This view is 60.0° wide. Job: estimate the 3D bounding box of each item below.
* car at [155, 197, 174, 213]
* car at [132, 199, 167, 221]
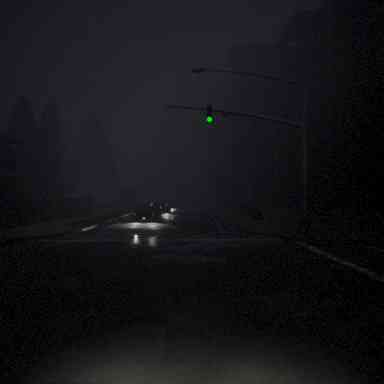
[{"bbox_3d":[-3.494,1.352,37.118,2.097,1.767,4.553,0,0,0],"label":"car"},{"bbox_3d":[-3.525,1.547,27.099,2.033,1.411,5.357,0,0,0],"label":"car"}]
